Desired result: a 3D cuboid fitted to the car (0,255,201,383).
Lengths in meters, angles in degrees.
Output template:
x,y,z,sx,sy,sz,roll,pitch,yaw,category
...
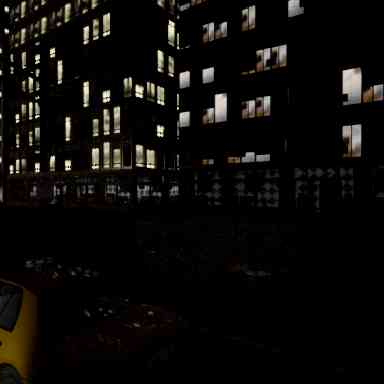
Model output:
x,y,z,sx,sy,sz,roll,pitch,yaw,category
-2.189,1.525,4.432,4.829,1.417,1.752,0,0,36,car
